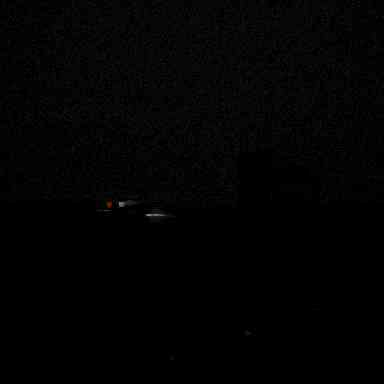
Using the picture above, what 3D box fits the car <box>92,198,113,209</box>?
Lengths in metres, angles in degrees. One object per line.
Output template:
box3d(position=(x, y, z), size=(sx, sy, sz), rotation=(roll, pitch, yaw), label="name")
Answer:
box3d(position=(-15.734, 1.983, 58.276), size=(2.097, 1.767, 4.553), rotation=(1, -2, -36), label="car")

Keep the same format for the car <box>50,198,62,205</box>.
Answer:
box3d(position=(-35.478, 2.455, 86.973), size=(2.097, 1.767, 4.553), rotation=(1, -2, -36), label="car")

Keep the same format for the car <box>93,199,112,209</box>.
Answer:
box3d(position=(-15.024, 1.773, 52.641), size=(2.033, 1.411, 5.357), rotation=(1, -2, -36), label="car")

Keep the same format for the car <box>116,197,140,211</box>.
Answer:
box3d(position=(-9.445, 1.722, 49.724), size=(2.150, 2.045, 5.566), rotation=(1, -1, -35), label="car")

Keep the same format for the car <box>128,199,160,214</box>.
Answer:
box3d(position=(-5.481, 1.881, 39.390), size=(1.994, 1.385, 4.181), rotation=(1, -1, -36), label="car")
